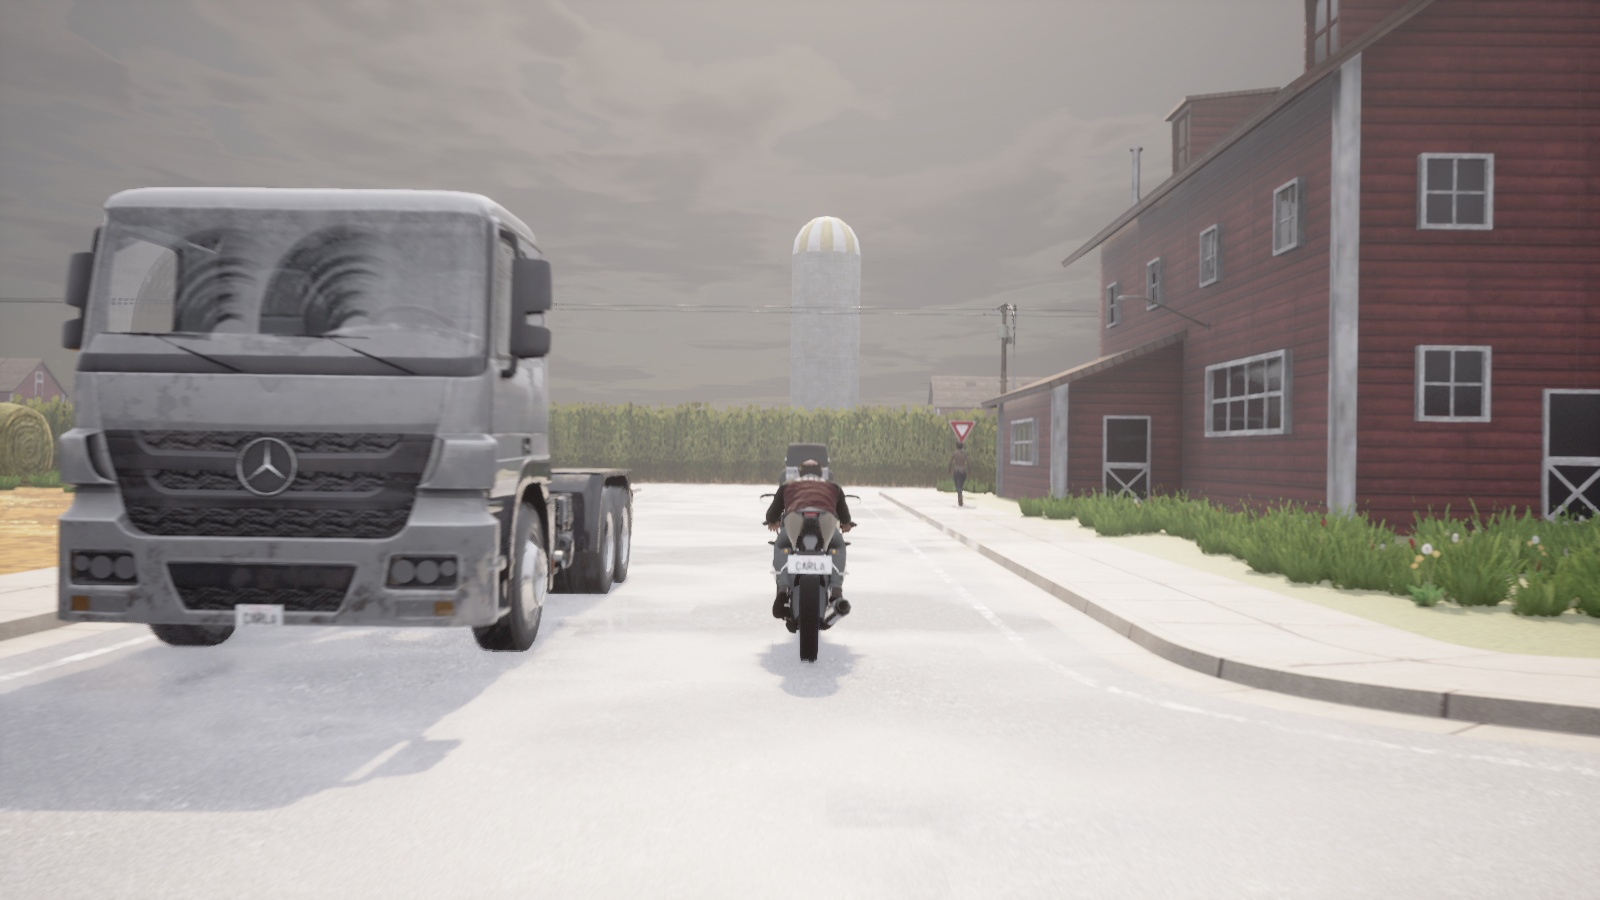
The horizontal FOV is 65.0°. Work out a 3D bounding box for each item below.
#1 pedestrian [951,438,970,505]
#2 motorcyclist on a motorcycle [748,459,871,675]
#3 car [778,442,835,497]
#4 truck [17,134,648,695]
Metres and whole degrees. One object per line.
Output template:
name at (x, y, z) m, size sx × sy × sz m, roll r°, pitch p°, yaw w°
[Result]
pedestrian at (4.373, 0.581, 34.244) m, size 0.328 × 1.805 × 0.869 m, roll 1°, pitch 0°, yaw -2°
motorcyclist on a motorcycle at (0.075, 0.852, 10.151) m, size 0.866 × 1.530 × 2.191 m, roll 1°, pitch 0°, yaw 0°
car at (0.242, 0.669, 44.816) m, size 1.905 × 1.878 × 3.866 m, roll 1°, pitch 0°, yaw 0°
truck at (-3.400, -0.217, 11.806) m, size 2.891 × 3.462 × 7.936 m, roll 1°, pitch 0°, yaw 0°
